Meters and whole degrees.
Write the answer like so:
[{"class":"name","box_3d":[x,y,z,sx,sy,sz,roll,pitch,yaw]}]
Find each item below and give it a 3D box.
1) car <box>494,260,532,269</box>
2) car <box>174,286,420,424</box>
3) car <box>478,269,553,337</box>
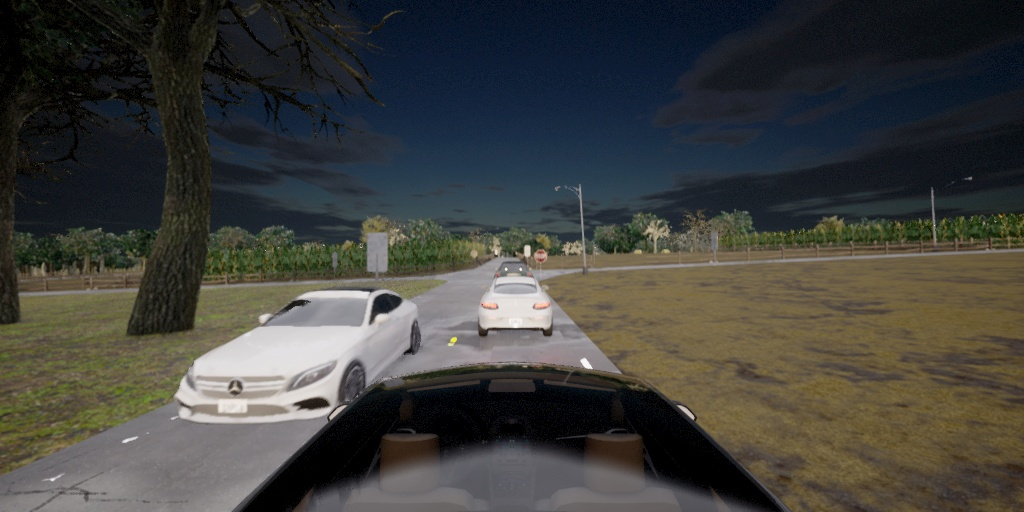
[{"class":"car","box_3d":[0.077,1.062,20.184,2.097,1.767,4.553,0,0,0]},{"class":"car","box_3d":[-2.851,1.274,5.992,1.812,1.442,4.674,0,0,0]},{"class":"car","box_3d":[0.093,1.271,10.200,1.812,1.442,4.674,0,0,0]}]
